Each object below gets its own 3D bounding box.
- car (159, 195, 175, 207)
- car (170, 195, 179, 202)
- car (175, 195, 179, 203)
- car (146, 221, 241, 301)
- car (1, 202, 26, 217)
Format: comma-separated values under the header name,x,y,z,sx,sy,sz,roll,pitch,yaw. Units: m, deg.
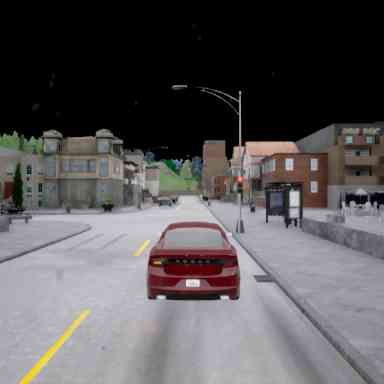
name,x,y,z,sx,sy,sz,roll,pitch,yaw
car,-4.108,1.504,51.988,1.837,1.490,4.892,0,0,0
car,-4.012,1.493,77.078,1.837,1.490,4.892,0,0,0
car,-4.049,1.600,63.920,1.895,1.301,4.718,0,0,1
car,0.049,1.477,8.416,1.882,1.535,5.008,0,0,1
car,-18.327,1.600,31.123,4.718,1.301,1.895,0,0,3
